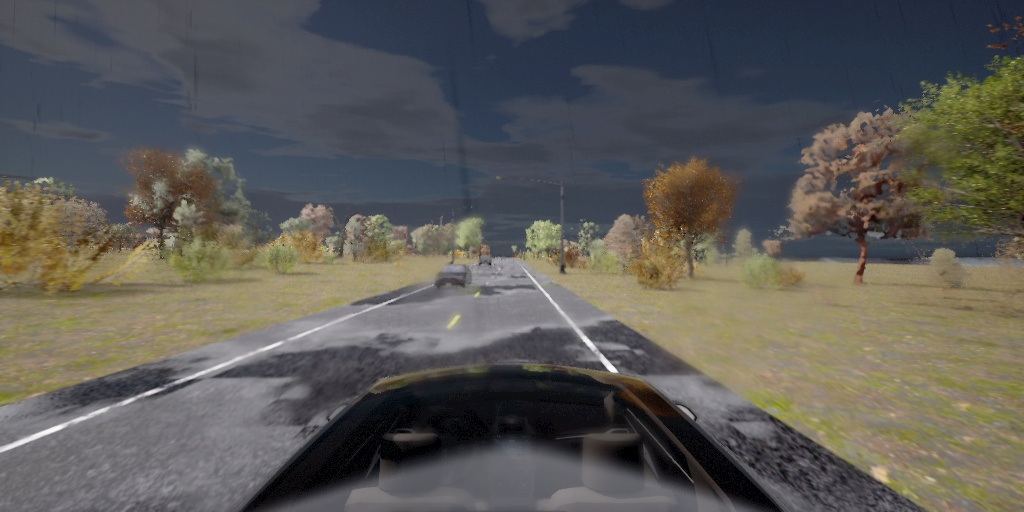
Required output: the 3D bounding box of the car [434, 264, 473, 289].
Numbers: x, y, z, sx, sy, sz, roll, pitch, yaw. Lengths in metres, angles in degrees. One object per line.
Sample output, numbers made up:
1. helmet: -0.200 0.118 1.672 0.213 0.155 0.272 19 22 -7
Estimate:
1. car: -3.602 1.236 23.056 2.033 1.411 5.357 0 0 0
